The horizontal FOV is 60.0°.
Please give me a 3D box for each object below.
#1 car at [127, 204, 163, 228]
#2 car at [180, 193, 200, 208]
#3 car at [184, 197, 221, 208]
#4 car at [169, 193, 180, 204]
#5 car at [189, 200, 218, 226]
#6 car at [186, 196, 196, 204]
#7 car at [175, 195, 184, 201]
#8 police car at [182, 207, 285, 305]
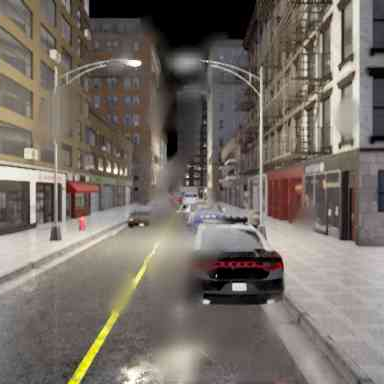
[{"bbox_3d":[-2.918,1.510,21.914,2.033,1.411,5.357,0,0,0],"label":"car"},{"bbox_3d":[-0.110,1.144,45.945,2.150,2.045,5.566,0,0,0],"label":"car"},{"bbox_3d":[0.768,1.320,18.120,2.097,1.767,4.553,0,0,0],"label":"car"},{"bbox_3d":[-3.007,1.121,61.644,2.150,2.045,5.566,0,0,0],"label":"car"},{"bbox_3d":[0.749,1.436,24.150,1.882,1.535,5.008,0,0,0],"label":"car"},{"bbox_3d":[-0.192,1.427,60.745,1.812,1.442,4.674,0,0,0],"label":"car"},{"bbox_3d":[-3.004,1.384,80.139,1.837,1.490,4.892,0,0,0],"label":"car"},{"bbox_3d":[0.800,1.412,8.260,1.930,1.638,5.238,0,0,0],"label":"police car"}]
